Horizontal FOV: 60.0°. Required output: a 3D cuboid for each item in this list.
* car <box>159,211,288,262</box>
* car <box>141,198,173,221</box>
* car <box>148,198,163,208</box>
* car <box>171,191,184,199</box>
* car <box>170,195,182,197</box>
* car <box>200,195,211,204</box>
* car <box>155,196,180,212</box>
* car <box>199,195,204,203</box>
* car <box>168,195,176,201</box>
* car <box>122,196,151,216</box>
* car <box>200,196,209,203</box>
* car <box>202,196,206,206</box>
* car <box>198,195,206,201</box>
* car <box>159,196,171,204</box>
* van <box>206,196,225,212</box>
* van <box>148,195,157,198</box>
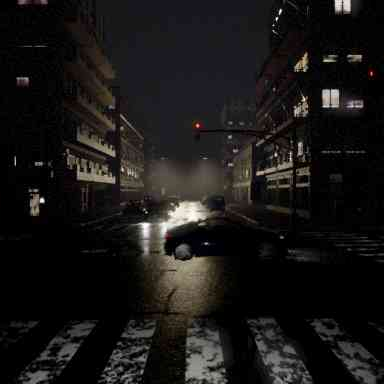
[{"bbox_3d":[1.124,1.530,11.521,4.181,1.385,1.994,-1,0,0],"label":"car"},{"bbox_3d":[-2.809,1.519,27.440,1.812,1.442,4.674,0,0,-1],"label":"car"},{"bbox_3d":[-5.313,1.568,48.715,1.802,1.307,4.206,0,0,0],"label":"car"},{"bbox_3d":[-2.685,0.859,63.324,2.150,2.045,5.566,0,0,0],"label":"car"},{"bbox_3d":[-2.787,1.512,48.187,1.812,1.442,4.674,0,0,0],"label":"car"},{"bbox_3d":[2.632,1.419,65.451,1.967,1.590,4.097,0,0,0],"label":"car"},{"bbox_3d":[-2.809,1.537,37.994,2.033,1.411,5.357,0,0,0],"label":"car"},{"bbox_3d":[2.623,1.550,54.288,1.947,1.339,4.313,0,0,0],"label":"car"},{"bbox_3d":[-5.225,1.512,87.785,2.008,1.369,4.403,0,0,0],"label":"car"},{"bbox_3d":[-5.411,1.432,31.970,1.967,1.590,4.097,0,0,0],"label":"car"},{"bbox_3d":[2.638,1.520,71.032,1.887,1.381,4.507,0,0,0],"label":"car"},{"bbox_3d":[2.704,1.533,43.126,1.887,1.381,4.507,0,0,0],"label":"car"},{"bbox_3d":[2.655,1.527,87.777,1.947,1.339,4.313,0,0,0],"label":"car"},{"bbox_3d":[-5.248,1.524,65.459,1.887,1.381,4.507,0,0,0],"label":"car"},{"bbox_3d":[2.733,1.331,36.922,1.690,1.788,3.998,0,0,0],"label":"van"},{"bbox_3d":[-5.365,1.329,43.134,1.690,1.788,3.998,0,0,0],"label":"van"}]
